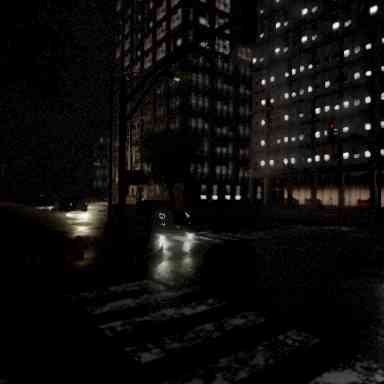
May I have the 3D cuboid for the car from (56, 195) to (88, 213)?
[{"bbox_3d":[-12.666,1.248,35.590,2.097,1.767,4.553,1,-1,-34],"label":"car"}]

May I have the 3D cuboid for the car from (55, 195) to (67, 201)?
[{"bbox_3d":[-32.969,1.521,83.830,1.994,1.385,4.181,1,0,-34],"label":"car"}]

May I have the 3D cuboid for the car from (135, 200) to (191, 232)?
[{"bbox_3d":[-1.948,1.266,19.480,2.097,1.767,4.553,1,0,-33],"label":"car"}]

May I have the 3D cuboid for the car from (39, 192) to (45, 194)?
[{"bbox_3d":[-35.442,1.446,81.682,2.128,1.511,4.902,1,0,-34],"label":"car"}]

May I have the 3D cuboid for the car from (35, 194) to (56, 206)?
[{"bbox_3d":[-22.609,1.492,50.684,2.033,1.411,5.357,1,0,-34],"label":"car"}]
